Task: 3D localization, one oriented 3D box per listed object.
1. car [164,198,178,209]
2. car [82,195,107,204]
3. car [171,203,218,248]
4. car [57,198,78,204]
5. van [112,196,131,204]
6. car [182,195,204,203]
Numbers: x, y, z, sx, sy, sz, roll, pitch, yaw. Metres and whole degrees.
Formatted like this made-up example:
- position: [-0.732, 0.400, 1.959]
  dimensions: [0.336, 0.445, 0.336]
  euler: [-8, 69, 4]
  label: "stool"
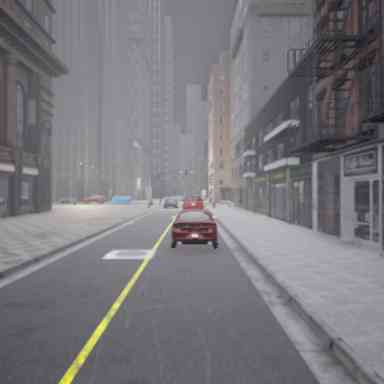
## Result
- position: [-3.028, 1.628, 48.239]
  dimensions: [1.882, 1.535, 5.008]
  euler: [0, -1, 0]
  label: "car"
- position: [-20.334, 1.601, 69.637]
  dimensions: [5.009, 1.841, 2.192]
  euler: [0, 0, -1]
  label: "car"
- position: [0.107, 1.495, 15.000]
  dimensions: [1.882, 1.535, 5.008]
  euler: [0, 0, 0]
  label: "car"
- position: [-25.974, 1.849, 69.552]
  dimensions: [4.313, 1.339, 1.947]
  euler: [0, 0, -1]
  label: "car"
- position: [-14.694, 1.629, 69.720]
  dimensions: [3.998, 1.788, 1.690]
  euler: [0, 0, -1]
  label: "van"
- position: [0.117, 1.312, 34.627]
  dimensions: [2.150, 2.045, 5.566]
  euler: [0, 0, 0]
  label: "car"
